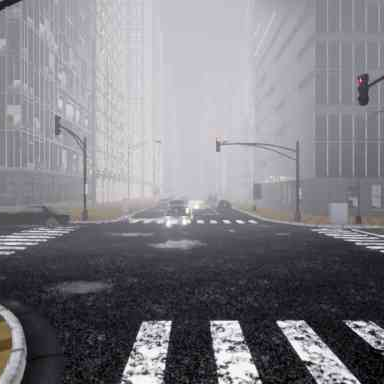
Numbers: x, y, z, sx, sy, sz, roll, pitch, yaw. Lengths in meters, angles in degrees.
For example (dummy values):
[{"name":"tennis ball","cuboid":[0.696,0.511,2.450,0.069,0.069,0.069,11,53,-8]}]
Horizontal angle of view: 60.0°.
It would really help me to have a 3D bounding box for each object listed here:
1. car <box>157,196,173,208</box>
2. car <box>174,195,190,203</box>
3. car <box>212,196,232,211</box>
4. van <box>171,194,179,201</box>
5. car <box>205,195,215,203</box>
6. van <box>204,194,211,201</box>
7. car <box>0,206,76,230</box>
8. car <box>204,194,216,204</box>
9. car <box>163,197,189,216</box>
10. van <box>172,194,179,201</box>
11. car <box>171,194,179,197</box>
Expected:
[{"name":"car","cuboid":[-4.027,1.593,47.283,1.802,1.307,4.206,0,0,0]},{"name":"car","cuboid":[-1.569,1.609,50.757,1.895,1.301,4.718,0,0,0]},{"name":"car","cuboid":[3.926,1.579,41.791,1.947,1.339,4.313,0,0,0]},{"name":"van","cuboid":[-4.168,1.321,80.449,1.690,1.788,3.998,0,0,0]},{"name":"car","cuboid":[3.759,1.432,69.428,1.967,1.590,4.097,0,0,0]},{"name":"van","cuboid":[3.712,1.321,80.482,1.690,1.788,3.998,0,0,0]},{"name":"car","cuboid":[-9.353,1.444,19.343,4.718,1.301,1.895,1,0,-10]},{"name":"car","cuboid":[3.783,1.313,63.899,2.192,1.841,5.009,0,0,0]},{"name":"car","cuboid":[-1.501,1.522,33.091,1.837,1.490,4.892,0,0,0]},{"name":"van","cuboid":[-4.191,1.315,85.976,1.690,1.788,3.998,0,0,0]},{"name":"car","cuboid":[-4.097,1.564,63.866,1.947,1.339,4.313,0,0,0]}]
